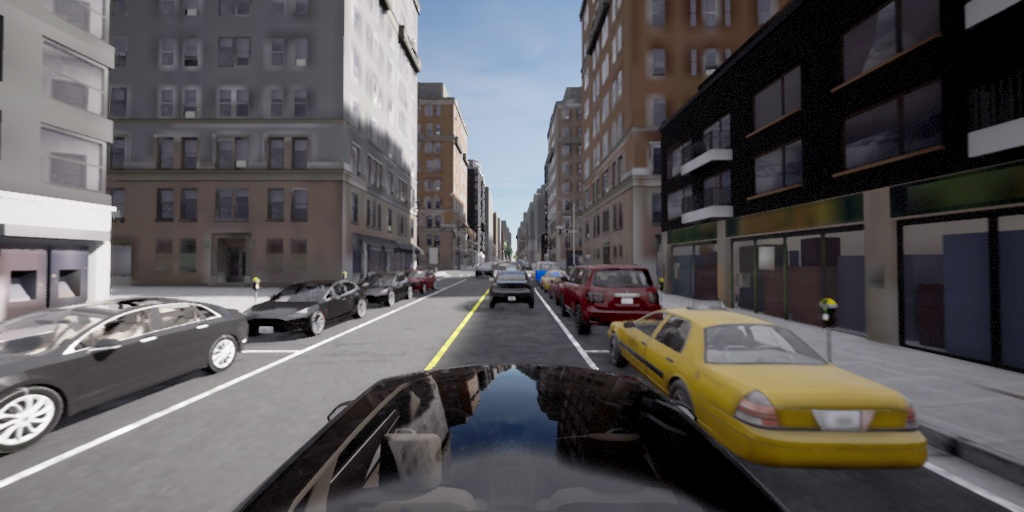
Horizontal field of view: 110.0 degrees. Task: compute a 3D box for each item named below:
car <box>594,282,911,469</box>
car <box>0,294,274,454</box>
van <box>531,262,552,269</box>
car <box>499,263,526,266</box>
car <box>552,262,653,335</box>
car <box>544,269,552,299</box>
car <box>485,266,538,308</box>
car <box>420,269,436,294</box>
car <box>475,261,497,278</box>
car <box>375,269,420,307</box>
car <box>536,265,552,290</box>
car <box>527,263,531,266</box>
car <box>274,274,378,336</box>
[{"bbox_3d":[2.668,1.306,5.203,1.751,1.417,4.829,0,0,0],"label":"car"},{"bbox_3d":[-5.858,1.331,5.036,2.007,1.370,4.403,0,0,0],"label":"car"},{"bbox_3d":[2.664,1.332,27.726,1.690,1.789,3.998,0,0,0],"label":"van"},{"bbox_3d":[-0.001,1.550,31.231,1.812,1.442,4.674,0,0,0],"label":"car"},{"bbox_3d":[2.666,1.149,10.706,2.192,1.841,5.009,0,0,0],"label":"car"},{"bbox_3d":[2.665,1.469,16.379,1.802,1.307,4.207,0,0,0],"label":"car"},{"bbox_3d":[0.002,1.393,16.168,1.837,1.490,4.892,0,0,0],"label":"car"},{"bbox_3d":[-5.862,1.484,22.054,1.888,1.381,4.507,0,0,0],"label":"car"},{"bbox_3d":[-3.014,1.584,40.118,1.882,1.535,5.008,0,-1,0],"label":"car"},{"bbox_3d":[-5.860,1.452,16.381,1.948,1.339,4.313,0,0,0],"label":"car"},{"bbox_3d":[2.665,1.465,22.222,1.751,1.417,4.829,0,0,0],"label":"car"},{"bbox_3d":[2.662,1.569,33.569,1.751,1.417,4.829,0,0,0],"label":"car"},{"bbox_3d":[-5.859,1.400,10.709,1.948,1.339,4.313,0,0,0],"label":"car"}]
